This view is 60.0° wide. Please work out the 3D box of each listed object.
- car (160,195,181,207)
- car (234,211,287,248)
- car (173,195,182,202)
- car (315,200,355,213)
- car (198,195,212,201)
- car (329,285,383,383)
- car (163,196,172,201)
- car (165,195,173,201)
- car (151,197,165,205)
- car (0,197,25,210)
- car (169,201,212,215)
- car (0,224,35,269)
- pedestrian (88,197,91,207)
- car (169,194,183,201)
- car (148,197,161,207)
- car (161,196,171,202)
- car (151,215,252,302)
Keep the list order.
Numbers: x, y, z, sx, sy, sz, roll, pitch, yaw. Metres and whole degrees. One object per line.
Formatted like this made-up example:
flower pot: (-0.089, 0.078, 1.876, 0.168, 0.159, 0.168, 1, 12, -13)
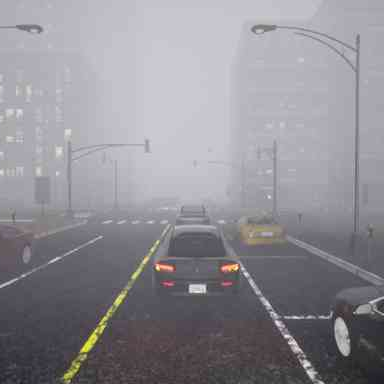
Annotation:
car: (-3.194, 1.536, 50.397, 2.033, 1.411, 5.357, 0, 0, 0)
car: (2.778, 1.521, 14.561, 1.752, 1.417, 4.829, -1, 0, 0)
car: (-3.149, 1.486, 73.815, 1.837, 1.490, 4.892, 0, 0, 0)
car: (16.238, 1.623, 37.552, 4.403, 1.369, 2.008, 0, 0, 1)
car: (2.560, 1.539, 58.000, 2.008, 1.369, 4.403, -1, 0, 0)
car: (2.802, 1.550, 3.102, 2.008, 1.369, 4.403, -1, 0, 0)
car: (-5.865, 1.568, 80.601, 1.802, 1.307, 4.206, -1, 0, 0)
car: (-5.877, 1.530, 86.256, 1.887, 1.381, 4.507, -1, 0, 0)
car: (-5.819, 1.554, 57.983, 1.947, 1.339, 4.313, -1, 0, 0)
car: (-21.738, 1.275, 37.972, 4.829, 1.417, 1.752, 0, 0, 1)
car: (0.053, 1.487, 18.183, 2.128, 1.511, 4.902, 0, 0, 0)
car: (-5.849, 1.542, 8.787, 1.887, 1.381, 4.507, -1, 0, 0)
pedestrian: (-12.631, 1.200, 40.837, 0.375, 1.300, 0.375, 0, 0, 1)
car: (-3.194, 1.479, 60.951, 2.128, 1.511, 4.902, 0, 0, 0)
car: (-5.808, 1.514, 52.159, 1.752, 1.417, 4.829, -1, 0, 0)
car: (-5.854, 1.531, 74.946, 1.887, 1.381, 4.507, -1, 0, 0)
car: (0.083, 1.523, 8.109, 1.812, 1.442, 4.674, 0, 0, 0)
